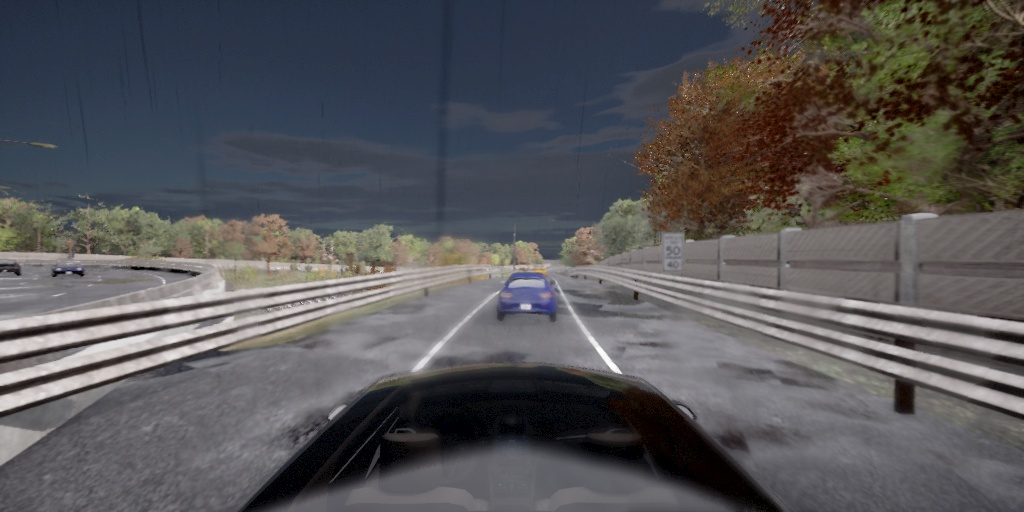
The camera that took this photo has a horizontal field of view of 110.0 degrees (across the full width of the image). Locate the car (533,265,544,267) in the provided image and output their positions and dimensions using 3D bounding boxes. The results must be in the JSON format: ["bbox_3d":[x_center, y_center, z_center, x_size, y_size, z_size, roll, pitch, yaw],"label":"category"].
[{"bbox_3d":[3.162,1.860,42.559,1.882,1.535,5.008,0,-2,6],"label":"car"}]

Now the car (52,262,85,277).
[{"bbox_3d":[-42.392,1.264,34.232,4.718,1.301,1.895,0,0,37],"label":"car"}]

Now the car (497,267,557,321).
[{"bbox_3d":[0.558,1.283,12.433,1.812,1.442,4.674,0,0,4],"label":"car"}]

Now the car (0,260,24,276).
[{"bbox_3d":[-48.977,1.152,34.608,4.892,1.490,1.837,0,0,35],"label":"car"}]
